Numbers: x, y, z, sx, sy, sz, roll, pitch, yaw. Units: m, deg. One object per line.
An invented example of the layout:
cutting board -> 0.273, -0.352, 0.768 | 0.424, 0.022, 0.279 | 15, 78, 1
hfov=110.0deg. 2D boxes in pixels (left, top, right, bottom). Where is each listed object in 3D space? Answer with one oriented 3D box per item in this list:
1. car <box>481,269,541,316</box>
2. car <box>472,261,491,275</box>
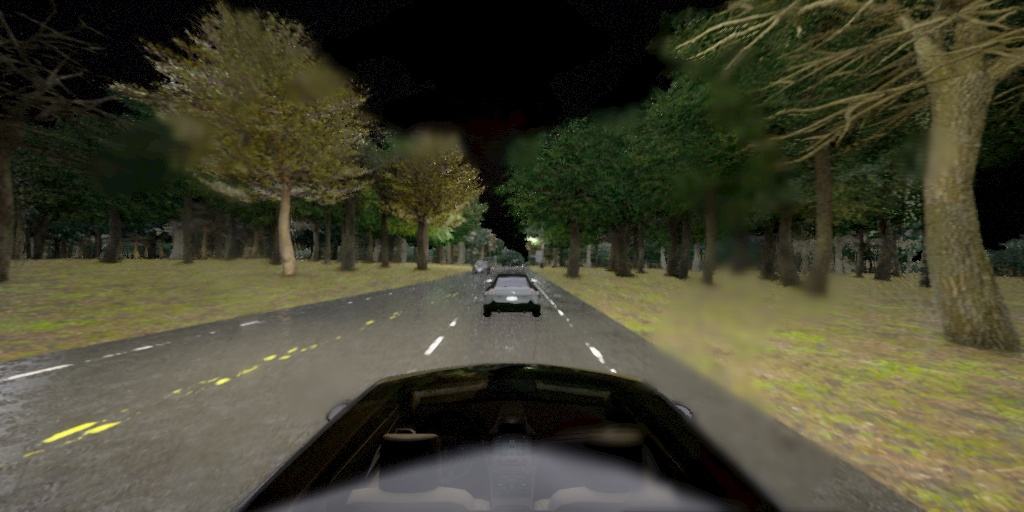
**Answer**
car -> -0.001, 1.352, 13.579 | 1.994, 1.385, 4.181 | 0, 0, 0
car -> -3.453, 1.364, 41.000 | 2.128, 1.511, 4.902 | 0, 0, 0
